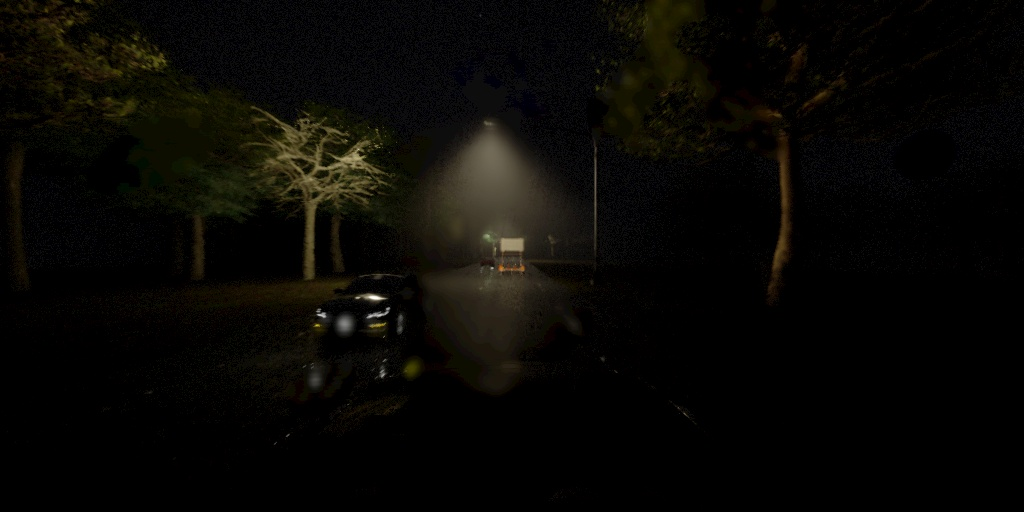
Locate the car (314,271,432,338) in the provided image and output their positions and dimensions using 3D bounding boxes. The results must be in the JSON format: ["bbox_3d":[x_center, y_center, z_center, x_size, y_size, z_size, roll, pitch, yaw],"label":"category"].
[{"bbox_3d":[-3.588,1.208,10.129,1.837,1.490,4.892,0,0,0],"label":"car"}]

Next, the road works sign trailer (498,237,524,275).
[{"bbox_3d":[0.011,-0.035,34.790,2.380,3.560,2.880,0,0,0],"label":"road works sign trailer"}]

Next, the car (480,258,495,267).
[{"bbox_3d":[-3.511,0.886,52.336,1.895,1.301,4.718,0,1,1],"label":"car"}]
